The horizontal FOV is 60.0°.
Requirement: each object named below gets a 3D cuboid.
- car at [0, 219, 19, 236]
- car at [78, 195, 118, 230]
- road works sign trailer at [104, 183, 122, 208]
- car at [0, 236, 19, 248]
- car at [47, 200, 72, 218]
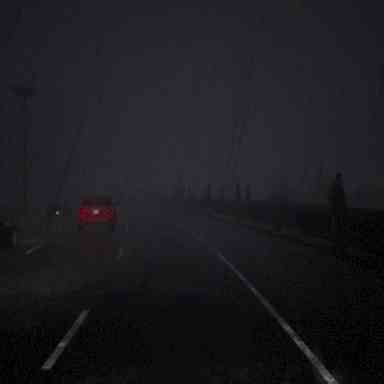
[{"bbox_3d":[-7.915,1.522,11.953,1.837,1.490,4.892,0,0,-7],"label":"car"},{"bbox_3d":[-6.051,1.233,21.608,2.150,2.045,5.566,0,0,-12],"label":"car"},{"bbox_3d":[-11.405,0.483,47.331,2.380,3.560,2.880,0,0,-29],"label":"road works sign trailer"},{"bbox_3d":[-3.636,1.500,2.845,2.128,1.511,4.902,0,0,-2],"label":"car"},{"bbox_3d":[-12.273,1.530,30.817,1.837,1.490,4.892,0,0,-18],"label":"car"}]
